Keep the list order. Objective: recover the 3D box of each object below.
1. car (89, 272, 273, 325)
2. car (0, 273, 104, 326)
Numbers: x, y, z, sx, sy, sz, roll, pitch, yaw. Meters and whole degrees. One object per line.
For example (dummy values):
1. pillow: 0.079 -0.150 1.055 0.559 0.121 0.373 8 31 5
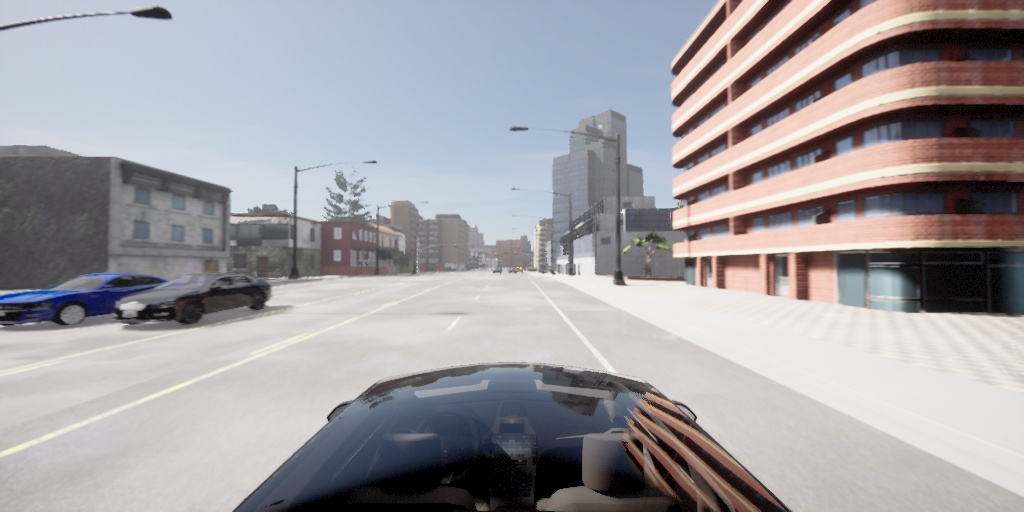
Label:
1. car: -10.499 1.346 12.309 2.128 1.511 4.902 0 0 0
2. car: -13.999 1.334 12.308 1.882 1.535 5.008 0 0 0
